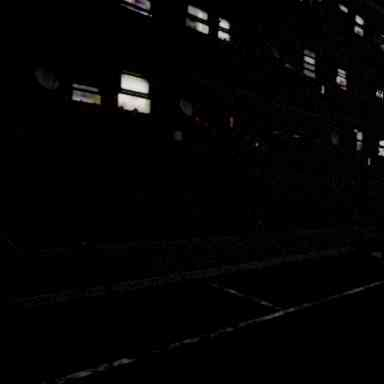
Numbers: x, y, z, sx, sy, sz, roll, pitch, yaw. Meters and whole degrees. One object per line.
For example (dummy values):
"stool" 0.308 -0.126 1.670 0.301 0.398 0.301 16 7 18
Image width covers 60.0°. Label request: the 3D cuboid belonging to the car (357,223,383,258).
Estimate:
"car" 7.815 1.704 12.125 4.313 1.339 1.947 1 0 -35
